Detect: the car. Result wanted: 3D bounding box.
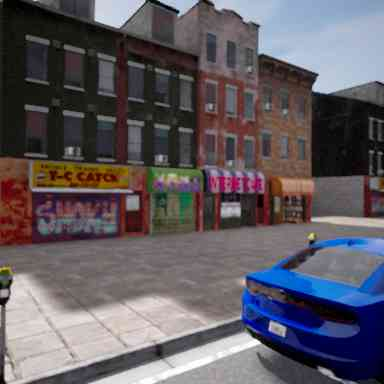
[{"bbox_3d":[3.044,1.495,5.420,5.008,1.535,1.882,0,0,-35],"label":"car"}]
